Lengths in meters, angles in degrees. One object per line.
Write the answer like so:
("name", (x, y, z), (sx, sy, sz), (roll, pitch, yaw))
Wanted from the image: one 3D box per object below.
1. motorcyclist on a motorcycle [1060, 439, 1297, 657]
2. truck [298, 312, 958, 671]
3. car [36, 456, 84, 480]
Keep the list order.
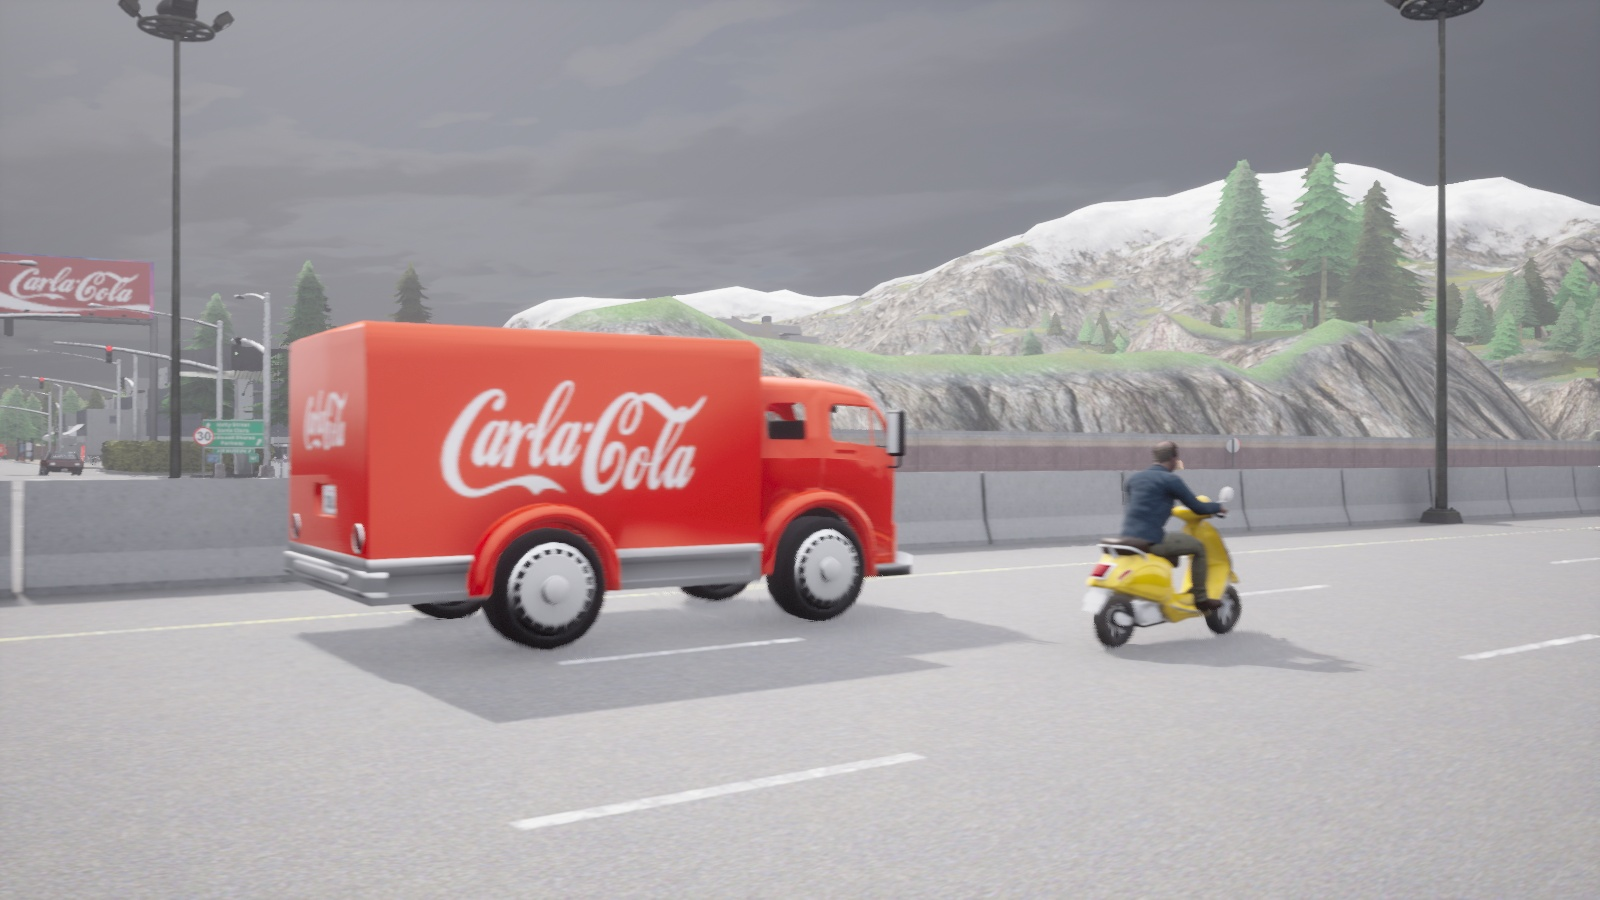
("motorcyclist on a motorcycle", (3.040, 0.716, 10.039), (1.817, 1.590, 0.866), (0, 0, -35))
("truck", (-1.428, 0.288, 11.195), (5.204, 2.467, 2.627), (0, 0, -35))
("car", (-41.836, 0.996, 70.941), (1.895, 1.301, 4.718), (2, -1, -35))
